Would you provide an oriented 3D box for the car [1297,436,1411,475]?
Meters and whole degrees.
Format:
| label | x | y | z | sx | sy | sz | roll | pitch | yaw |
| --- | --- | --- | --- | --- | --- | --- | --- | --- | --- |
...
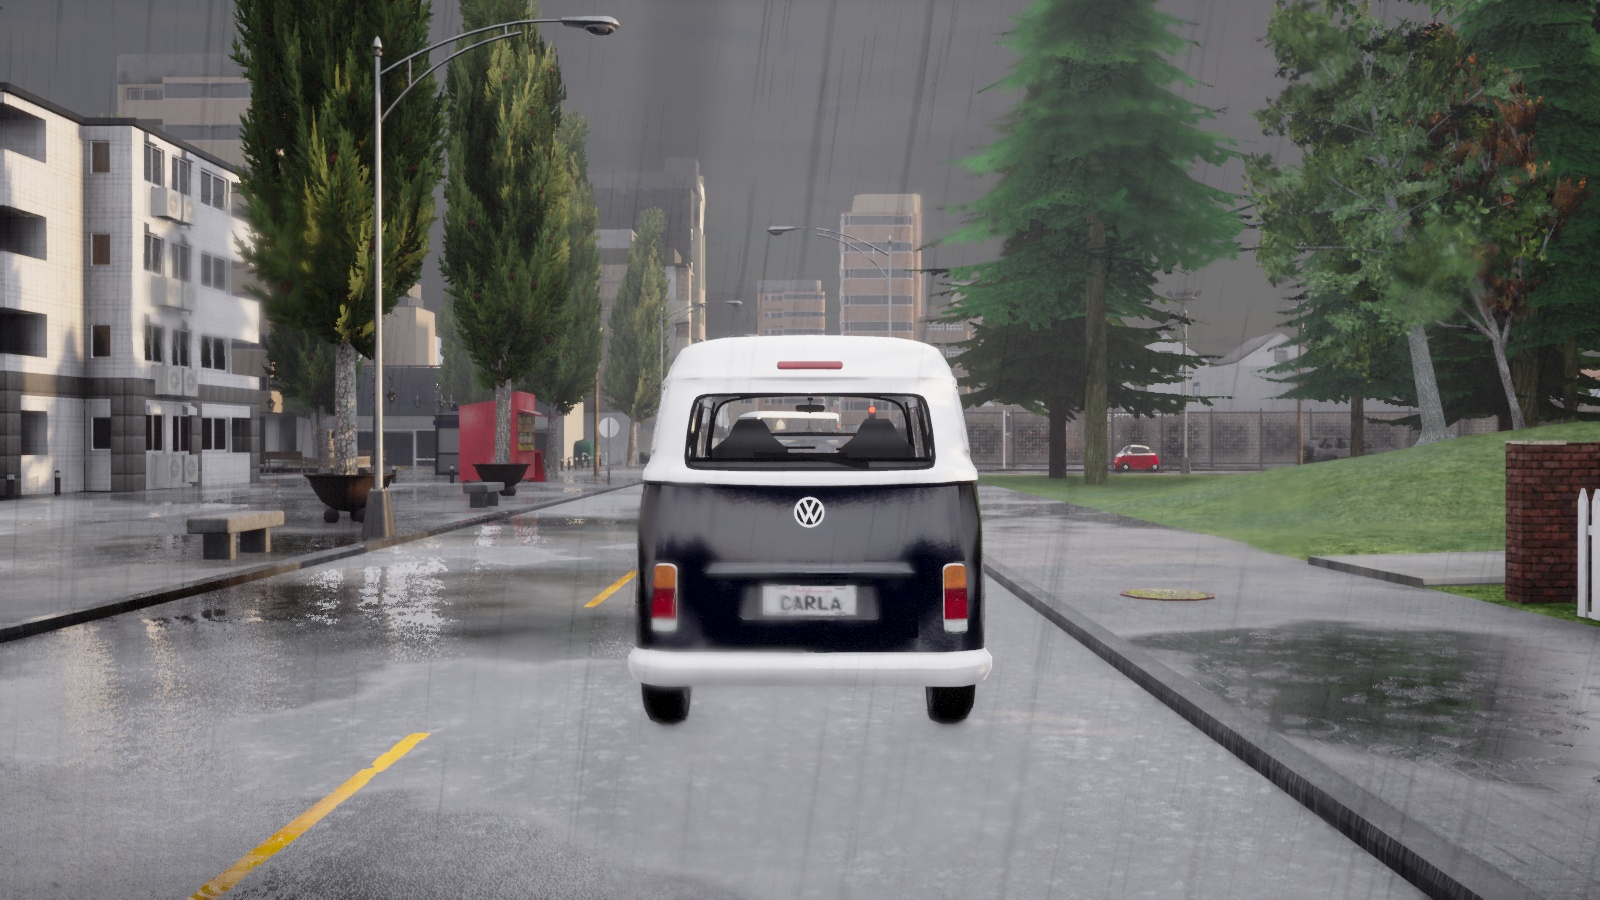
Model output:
| label | x | y | z | sx | sy | sz | roll | pitch | yaw |
| --- | --- | --- | --- | --- | --- | --- | --- | --- | --- |
| car | 26.478 | 0.246 | 60.129 | 4.605 | 1.855 | 1.932 | 0 | 0 | 0 |

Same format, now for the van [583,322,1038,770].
| label | x | y | z | sx | sy | sz | roll | pitch | yaw |
| --- | --- | --- | --- | --- | --- | --- | --- | --- | --- |
| van | 0.064 | 0.425 | 7.961 | 2.069 | 2.038 | 4.480 | 0 | 0 | 0 |

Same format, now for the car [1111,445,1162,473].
| label | x | y | z | sx | sy | sz | roll | pitch | yaw |
| --- | --- | --- | --- | --- | --- | --- | --- | --- | --- |
| car | 17.163 | 0.453 | 64.179 | 2.207 | 1.376 | 1.481 | 0 | 0 | 0 |
